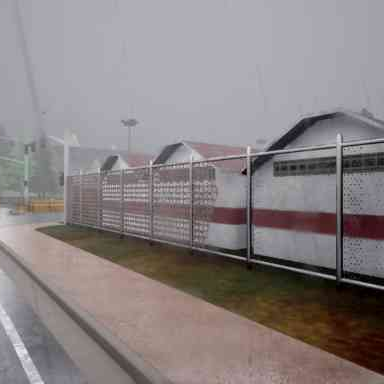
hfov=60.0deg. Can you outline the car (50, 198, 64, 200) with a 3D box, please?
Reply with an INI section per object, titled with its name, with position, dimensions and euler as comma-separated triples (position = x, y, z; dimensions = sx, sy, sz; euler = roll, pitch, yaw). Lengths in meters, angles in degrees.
[car]
position = -17.244, 1.505, 42.245
dimensions = 4.892, 1.490, 1.837
euler = 0, 0, -39
